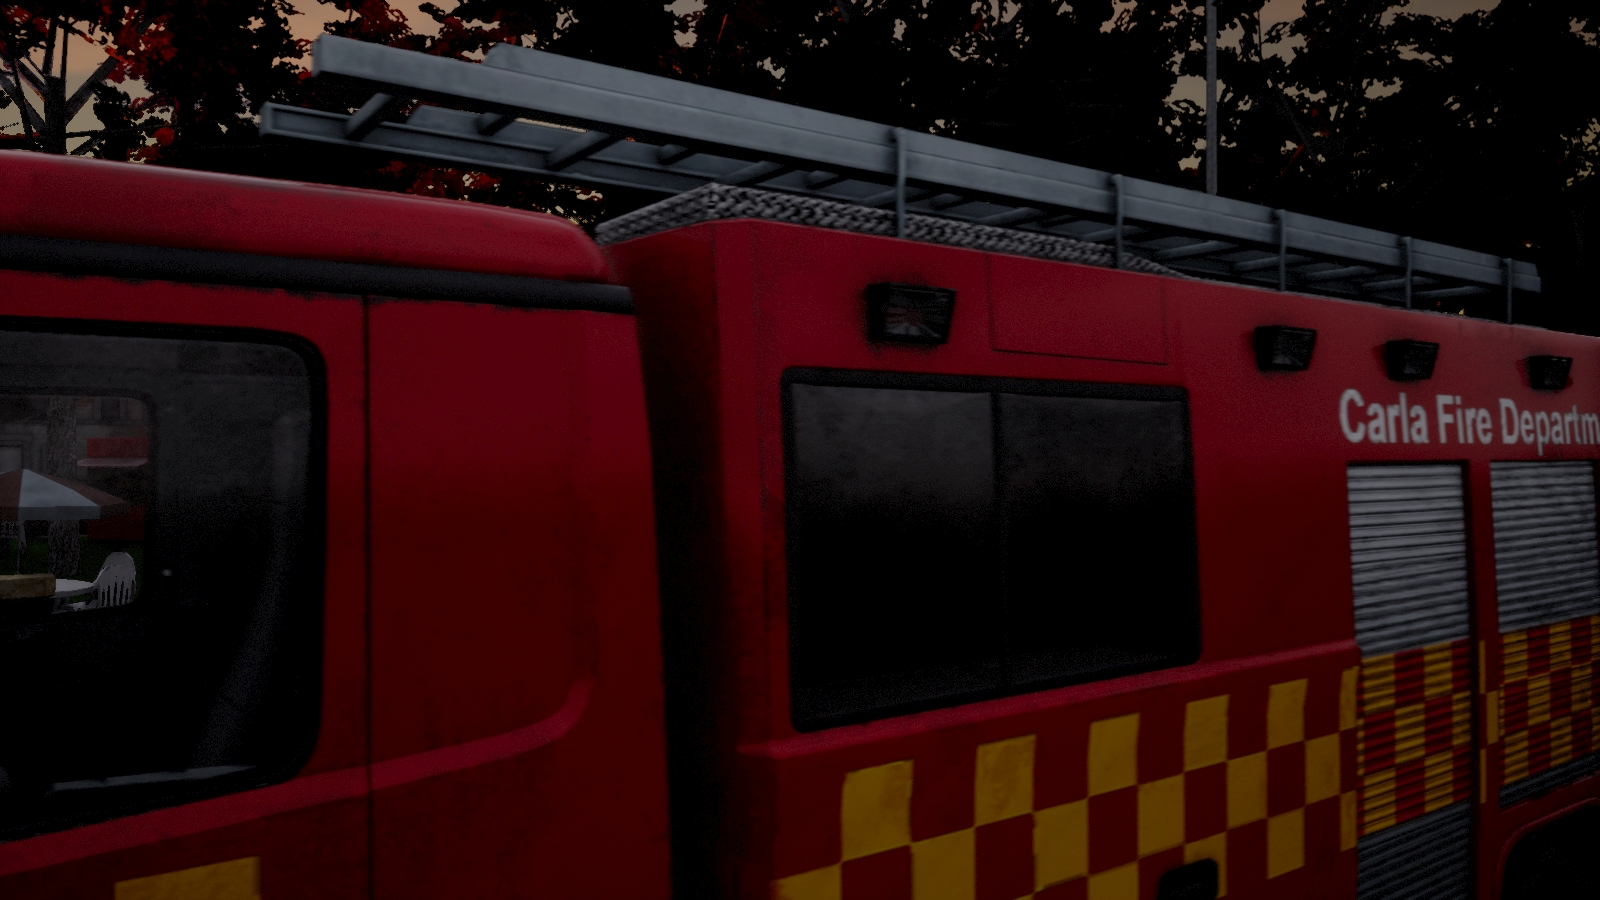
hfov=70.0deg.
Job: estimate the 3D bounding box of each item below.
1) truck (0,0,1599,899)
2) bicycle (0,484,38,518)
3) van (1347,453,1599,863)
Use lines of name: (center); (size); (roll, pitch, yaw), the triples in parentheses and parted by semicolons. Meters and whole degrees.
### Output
truck: (0.201, 0.670, 4.831); (8.468, 3.827, 2.891); (0, 0, -35)
bicycle: (-30.089, 1.940, 43.427); (1.835, 1.271, 0.329); (0, 0, -36)
van: (7.050, 1.311, 9.407); (5.915, 2.561, 1.988); (0, 0, -36)
